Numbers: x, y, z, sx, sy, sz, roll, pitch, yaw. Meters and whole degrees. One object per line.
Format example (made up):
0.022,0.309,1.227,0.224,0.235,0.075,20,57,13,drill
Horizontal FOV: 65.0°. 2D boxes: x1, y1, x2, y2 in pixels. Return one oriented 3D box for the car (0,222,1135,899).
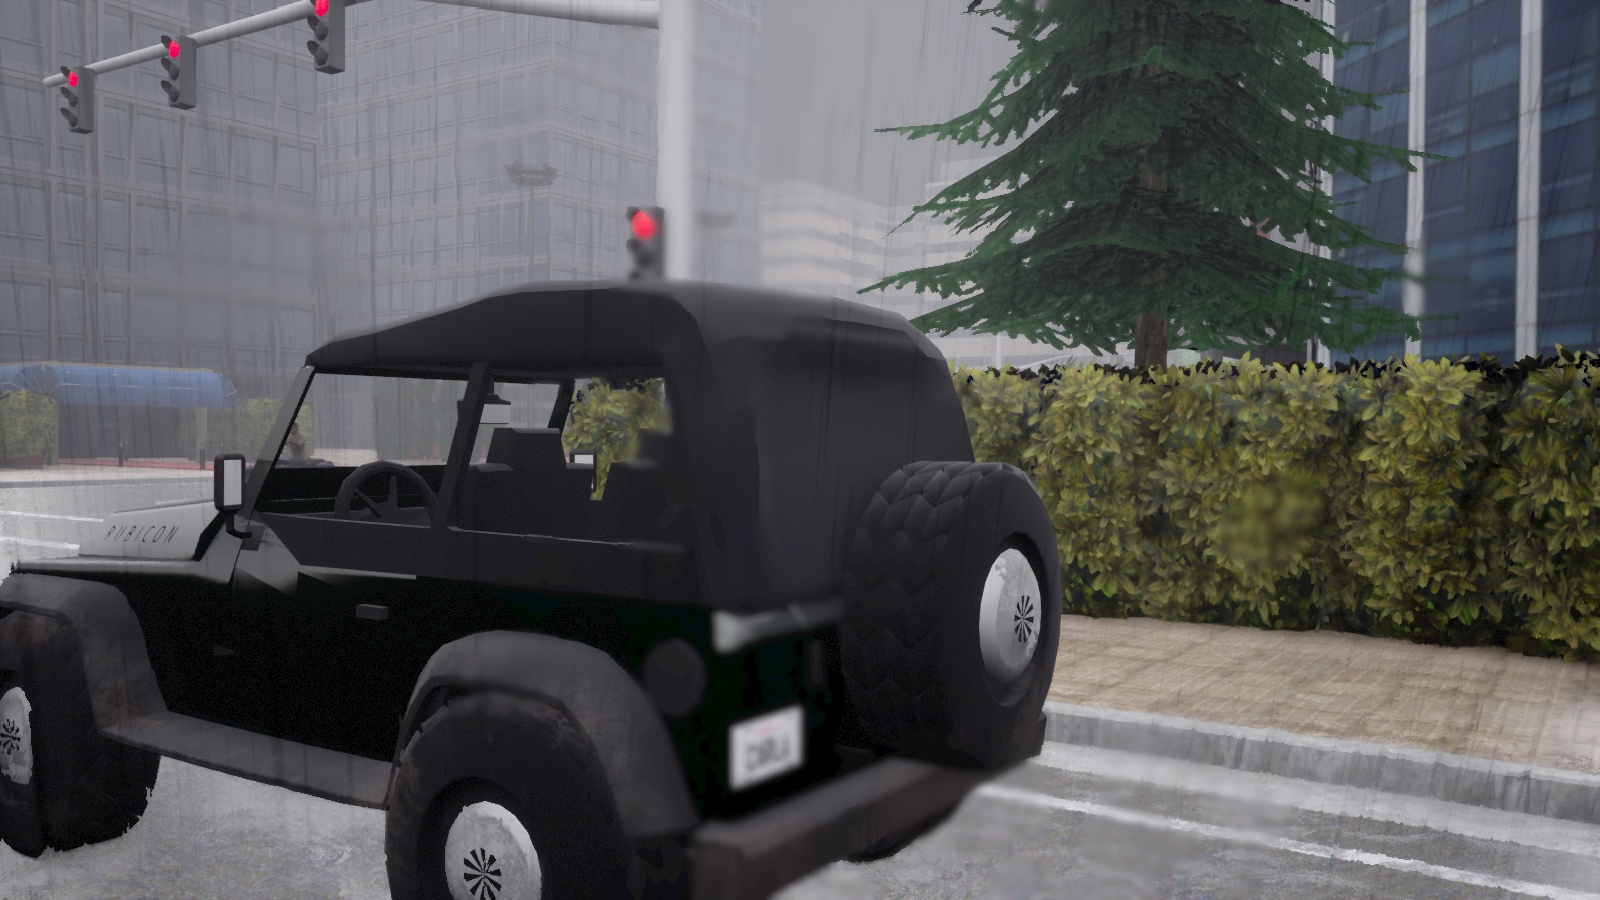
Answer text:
-1.061,0.478,4.325,3.866,1.878,1.905,0,1,34,car
